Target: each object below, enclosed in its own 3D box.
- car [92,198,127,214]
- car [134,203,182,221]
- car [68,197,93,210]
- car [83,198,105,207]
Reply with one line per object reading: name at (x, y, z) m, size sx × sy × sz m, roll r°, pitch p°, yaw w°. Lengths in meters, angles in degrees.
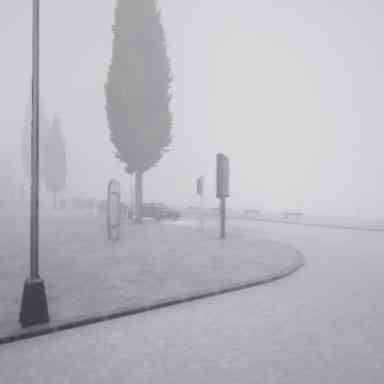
car at (-8.716, 1.552, 36.315) m, size 2.128 × 1.511 × 4.902 m, roll 0°, pitch 0°, yaw -35°
car at (-3.040, 1.608, 28.355) m, size 2.033 × 1.411 × 5.357 m, roll 0°, pitch 0°, yaw -36°
car at (-14.705, 1.566, 44.751) m, size 1.837 × 1.490 × 4.892 m, roll 0°, pitch 0°, yaw -35°
car at (-15.801, 1.679, 53.455) m, size 1.895 × 1.301 × 4.718 m, roll 0°, pitch 0°, yaw -35°
